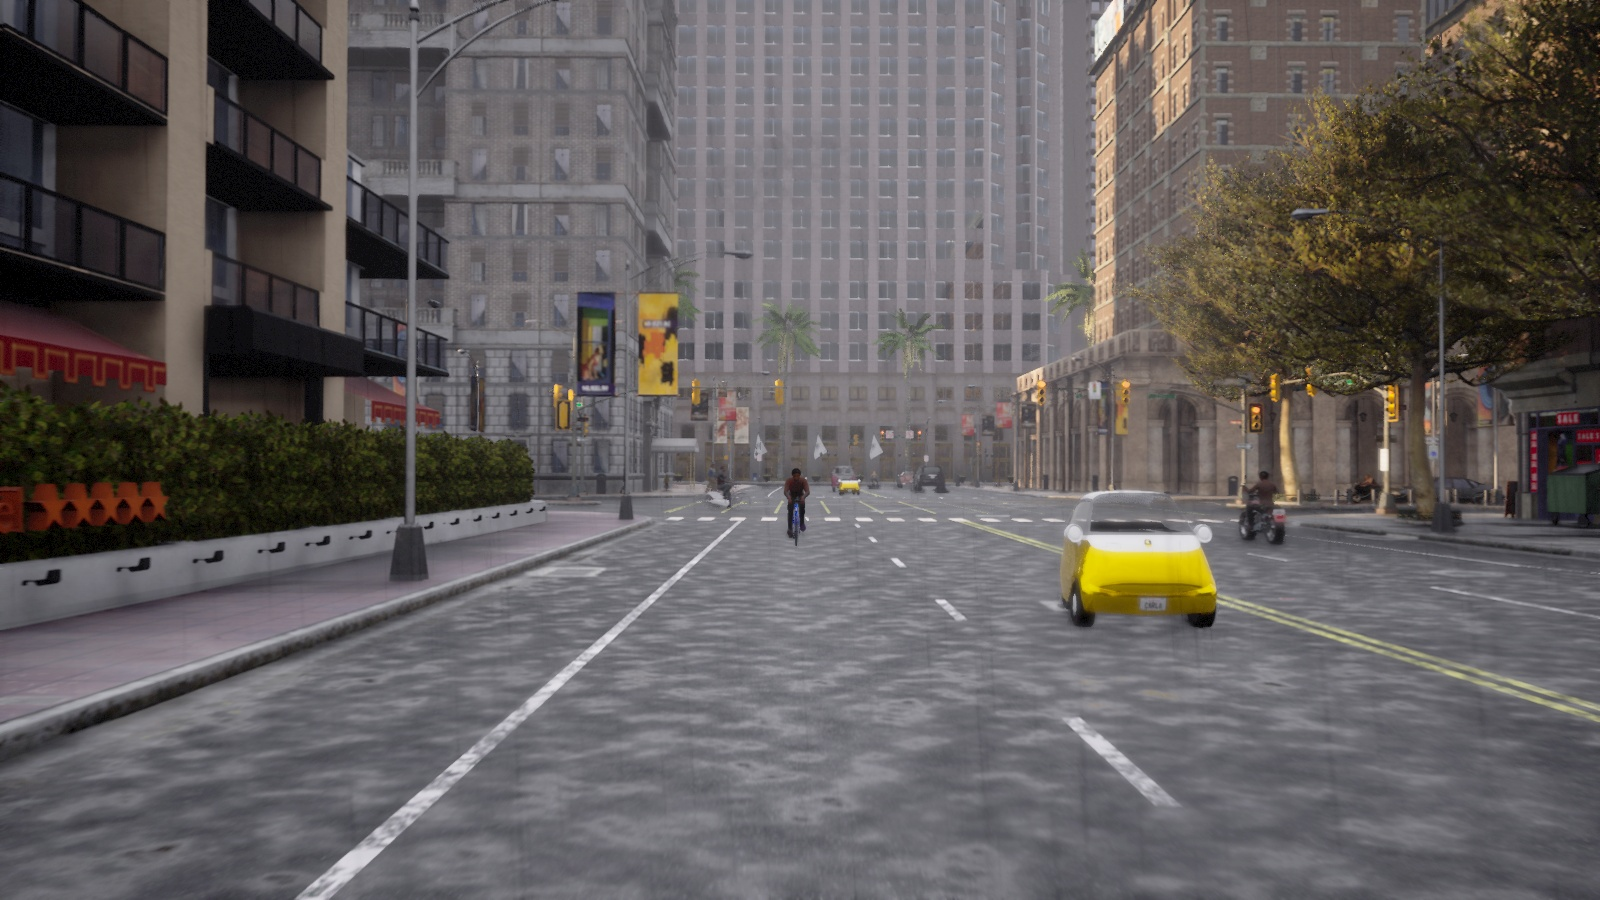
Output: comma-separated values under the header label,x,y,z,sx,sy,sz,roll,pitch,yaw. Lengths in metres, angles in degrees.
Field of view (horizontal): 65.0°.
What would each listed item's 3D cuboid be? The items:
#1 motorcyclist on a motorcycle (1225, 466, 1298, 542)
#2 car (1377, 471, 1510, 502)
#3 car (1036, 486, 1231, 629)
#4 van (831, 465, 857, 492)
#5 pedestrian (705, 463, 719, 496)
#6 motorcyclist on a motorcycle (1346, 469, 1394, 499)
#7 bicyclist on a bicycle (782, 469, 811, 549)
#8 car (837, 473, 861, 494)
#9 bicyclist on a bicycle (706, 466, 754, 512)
label,x,y,z,sx,sy,sz,roll,pitch,yaw
motorcyclist on a motorcycle,10.427,1.200,28.460,0.766,1.649,2.350,0,-1,0
car,31.003,1.753,60.634,5.357,1.411,2.033,0,-1,1
car,3.466,1.079,13.376,1.481,1.376,2.207,0,-1,0
van,3.274,2.127,93.975,1.775,1.987,4.442,0,-1,0
pedestrian,-5.182,1.744,74.231,0.788,1.949,0.423,0,-1,2
motorcyclist on a motorcycle,29.144,1.755,64.224,2.044,1.523,0.797,0,-1,1
bicyclist on a bicycle,-0.067,1.206,26.215,0.582,1.620,1.656,0,-1,0
car,3.286,2.263,84.064,1.481,1.376,2.207,0,-1,0
bicyclist on a bicycle,-2.731,1.522,49.337,1.843,1.776,0.659,0,-1,0
